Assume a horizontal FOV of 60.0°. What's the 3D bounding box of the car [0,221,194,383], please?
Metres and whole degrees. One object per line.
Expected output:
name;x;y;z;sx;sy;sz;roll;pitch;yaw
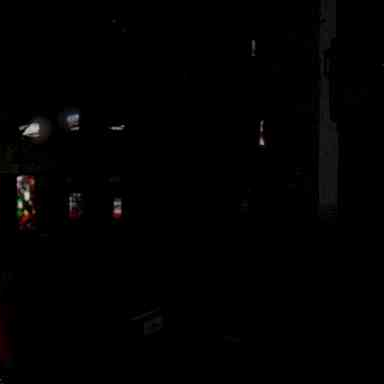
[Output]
car;-2.306;1.344;4.498;5.009;1.841;2.192;0;1;35
